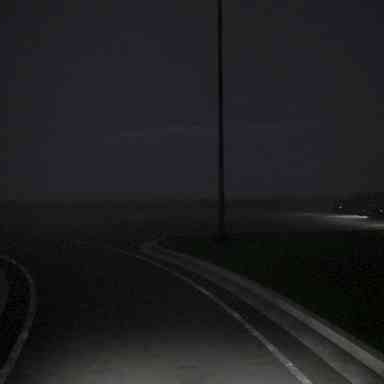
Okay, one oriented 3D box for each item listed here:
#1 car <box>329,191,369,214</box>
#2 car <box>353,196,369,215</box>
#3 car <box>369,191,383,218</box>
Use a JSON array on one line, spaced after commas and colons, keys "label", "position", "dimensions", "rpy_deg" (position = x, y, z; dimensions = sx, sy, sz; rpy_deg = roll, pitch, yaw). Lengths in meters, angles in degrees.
[{"label": "car", "position": [15.798, 0.948, 30.974], "dimensions": [5.566, 2.045, 2.150], "rpy_deg": [0, 0, -4]}, {"label": "car", "position": [16.131, 1.297, 27.487], "dimensions": [4.181, 1.385, 1.994], "rpy_deg": [-1, 0, -4]}, {"label": "car", "position": [16.309, 0.968, 23.993], "dimensions": [5.566, 2.045, 2.150], "rpy_deg": [0, 0, -4]}]
